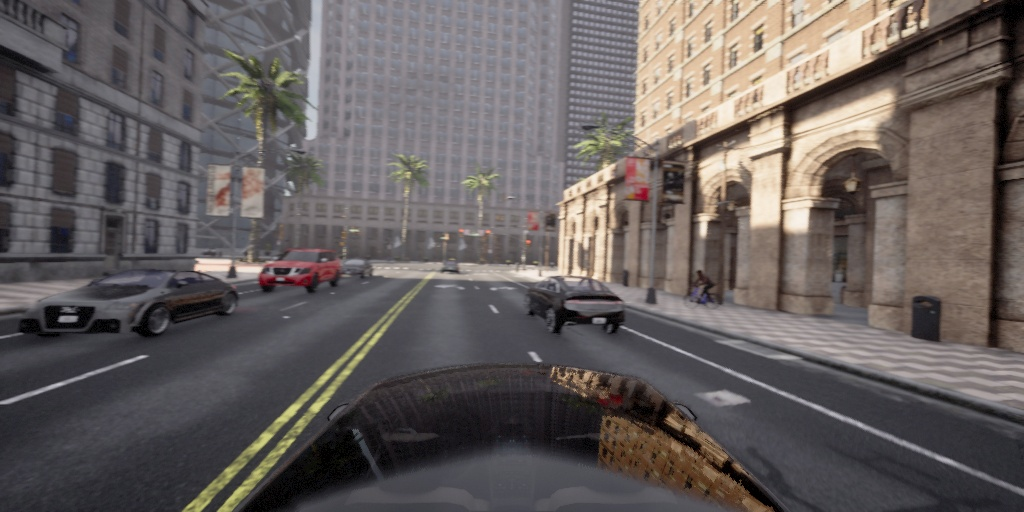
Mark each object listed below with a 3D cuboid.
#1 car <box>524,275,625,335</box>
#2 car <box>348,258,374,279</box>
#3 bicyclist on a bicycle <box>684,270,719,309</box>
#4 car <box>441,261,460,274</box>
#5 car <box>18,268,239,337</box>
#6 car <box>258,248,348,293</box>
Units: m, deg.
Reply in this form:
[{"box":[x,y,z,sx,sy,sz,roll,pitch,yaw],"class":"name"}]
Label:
[{"box":[1.685,1.342,11.039,2.128,1.511,4.902,2,0,-10],"class":"car"},{"box":[-12.029,0.909,27.843,1.812,1.442,4.674,2,0,-9],"class":"car"},{"box":[7.853,1.404,14.810,1.656,1.620,0.582,3,0,-10],"class":"bicyclist on a bicycle"},{"box":[-6.676,1.197,38.973,1.994,1.385,4.181,2,0,-9],"class":"car"},{"box":[-8.762,1.001,8.773,1.994,1.385,4.181,2,0,-10],"class":"car"},{"box":[-10.381,0.631,18.098,2.150,2.045,5.566,2,0,-10],"class":"car"}]
